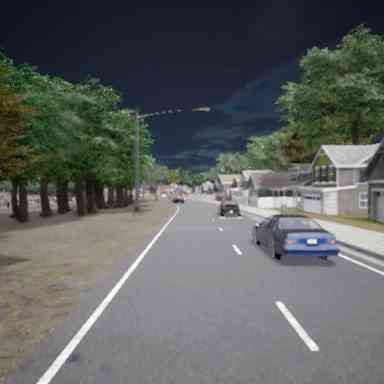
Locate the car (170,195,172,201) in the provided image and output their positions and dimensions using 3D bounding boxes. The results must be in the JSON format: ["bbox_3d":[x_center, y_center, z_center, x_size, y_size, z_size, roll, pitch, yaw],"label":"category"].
[{"bbox_3d":[-3.755,1.762,80.700,1.837,1.490,4.892,0,0,-7],"label":"car"}]

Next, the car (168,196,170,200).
[{"bbox_3d":[-4.547,1.716,86.850,1.801,1.575,5.366,0,0,-8],"label":"car"}]

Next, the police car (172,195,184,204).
[{"bbox_3d":[-2.701,1.666,70.848,1.930,1.638,5.238,0,0,-5],"label":"police car"}]

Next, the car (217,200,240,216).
[{"bbox_3d":[3.589,1.572,32.893,1.837,1.490,4.892,0,0,0],"label":"car"}]

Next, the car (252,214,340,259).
[{"bbox_3d":[3.597,1.541,12.506,2.033,1.411,5.357,0,0,0],"label":"car"}]
